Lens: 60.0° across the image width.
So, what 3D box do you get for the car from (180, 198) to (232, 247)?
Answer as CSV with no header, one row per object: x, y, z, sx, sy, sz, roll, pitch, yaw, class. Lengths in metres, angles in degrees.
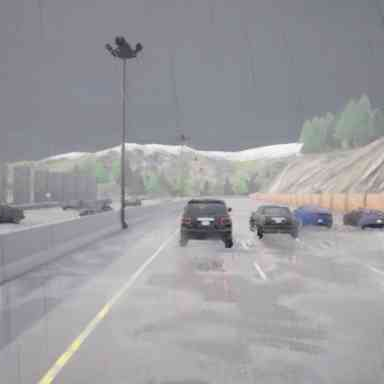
0.706,1.313,15.621,2.150,2.045,5.566,0,0,4,car

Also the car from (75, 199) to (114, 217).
-8.835,1.658,31.147,1.994,1.385,4.181,0,0,5,car

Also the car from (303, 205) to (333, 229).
8.282,1.672,23.437,1.882,1.535,5.008,0,0,4,car

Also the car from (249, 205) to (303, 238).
4.439,1.488,18.676,2.097,1.767,4.553,0,0,4,car

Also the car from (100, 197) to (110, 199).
-16.385,1.733,62.479,2.033,1.411,5.357,0,0,5,car

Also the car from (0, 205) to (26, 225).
-13.096,1.557,21.745,2.033,1.411,5.357,0,0,4,car

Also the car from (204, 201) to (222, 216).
2.385,1.741,36.601,1.812,1.442,4.674,0,0,5,car

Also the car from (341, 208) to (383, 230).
11.741,1.782,22.560,1.994,1.385,4.181,0,0,5,car

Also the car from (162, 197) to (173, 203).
-5.203,1.713,71.156,1.882,1.535,5.008,0,0,4,car

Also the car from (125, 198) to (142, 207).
-9.878,1.697,56.210,1.882,1.535,5.008,1,1,5,car

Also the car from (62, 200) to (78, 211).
-14.812,1.668,42.322,1.994,1.385,4.181,0,0,6,car
